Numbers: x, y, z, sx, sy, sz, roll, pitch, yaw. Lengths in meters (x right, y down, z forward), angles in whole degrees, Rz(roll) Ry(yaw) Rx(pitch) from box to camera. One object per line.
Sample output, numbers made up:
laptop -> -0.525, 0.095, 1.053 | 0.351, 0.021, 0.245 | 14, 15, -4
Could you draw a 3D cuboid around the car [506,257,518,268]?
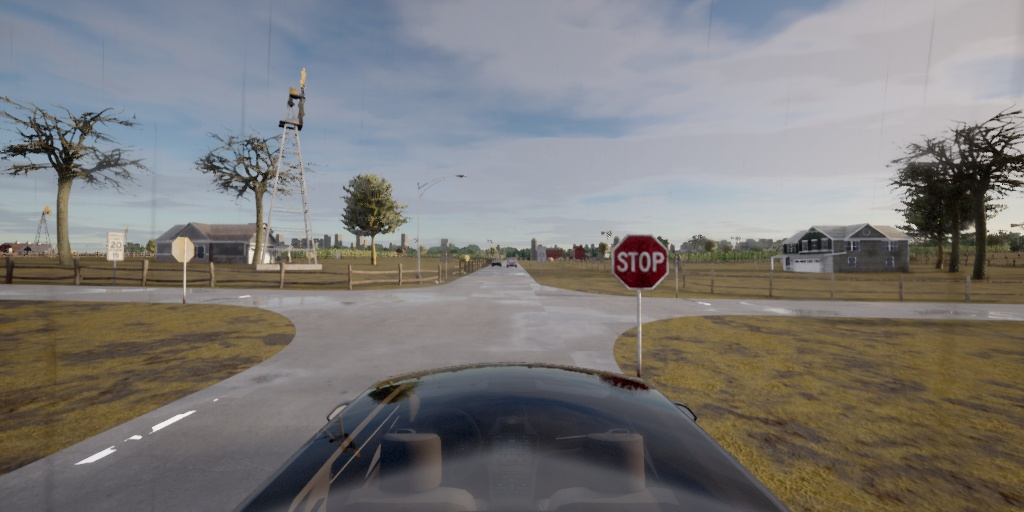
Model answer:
car -> -0.035, 1.330, 61.463 | 2.033, 1.411, 5.357 | 0, 0, 0
